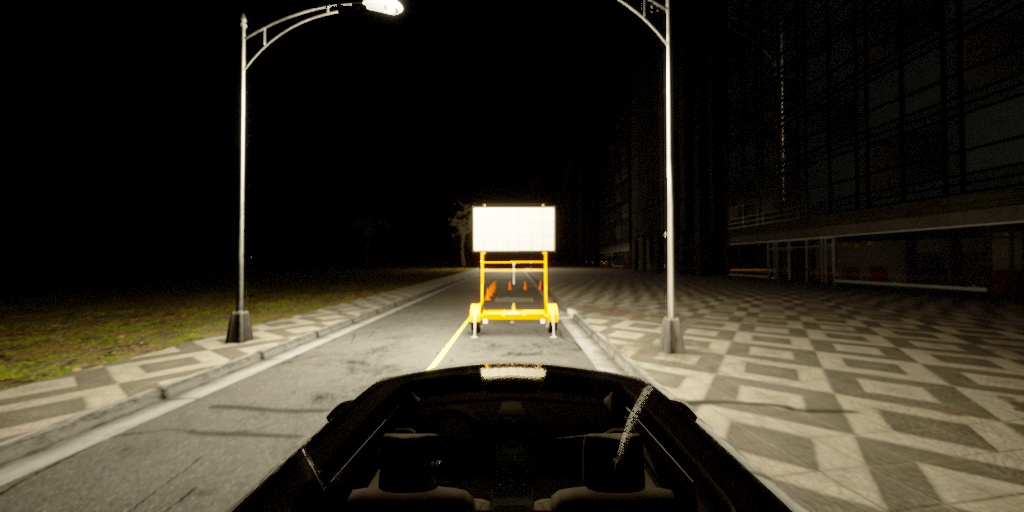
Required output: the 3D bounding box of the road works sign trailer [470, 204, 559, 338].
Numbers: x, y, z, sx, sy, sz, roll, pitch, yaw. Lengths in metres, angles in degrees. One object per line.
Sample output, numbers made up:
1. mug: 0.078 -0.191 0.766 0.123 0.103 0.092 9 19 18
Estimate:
1. road works sign trailer: 0.060 0.293 10.419 2.380 3.560 2.880 0 0 0
